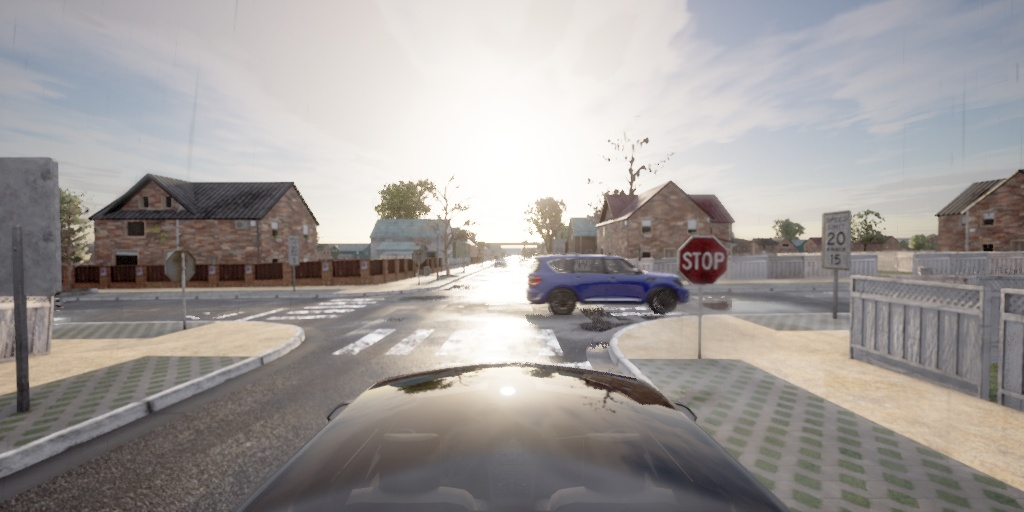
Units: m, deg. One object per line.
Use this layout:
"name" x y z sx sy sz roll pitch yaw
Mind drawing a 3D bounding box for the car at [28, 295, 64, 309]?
"car" -20.088 1.602 13.185 5.357 1.411 2.033 -1 1 1

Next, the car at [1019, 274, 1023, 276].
"car" 20.141 1.025 12.482 4.718 1.301 1.895 -1 1 1

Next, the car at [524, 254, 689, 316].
"car" 3.214 0.937 12.783 5.566 2.045 2.150 -1 1 1

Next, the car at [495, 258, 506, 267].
"car" -1.993 1.159 62.248 1.812 1.442 4.674 0 0 1
